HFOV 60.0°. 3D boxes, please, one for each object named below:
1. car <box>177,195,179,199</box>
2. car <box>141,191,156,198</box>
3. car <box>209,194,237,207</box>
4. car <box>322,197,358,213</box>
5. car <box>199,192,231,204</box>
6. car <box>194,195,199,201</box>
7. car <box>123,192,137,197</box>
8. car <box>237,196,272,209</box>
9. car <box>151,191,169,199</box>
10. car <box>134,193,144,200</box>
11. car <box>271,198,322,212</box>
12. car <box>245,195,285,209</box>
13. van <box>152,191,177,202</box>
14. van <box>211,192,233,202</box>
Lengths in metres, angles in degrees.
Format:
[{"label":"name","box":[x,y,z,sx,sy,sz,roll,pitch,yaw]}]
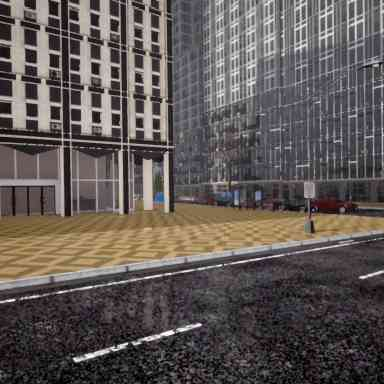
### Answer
[{"label":"car","box":[-4.343,0.936,72.911,1.802,1.307,4.206,0,1,-34]},{"label":"car","box":[-10.731,0.686,82.311,1.967,1.590,4.097,0,1,-34]},{"label":"car","box":[4.650,1.319,44.668,1.947,1.339,4.313,0,1,-34]},{"label":"car","box":[14.655,1.315,34.629,1.882,1.535,5.008,-1,1,-34]},{"label":"car","box":[3.601,1.011,50.885,2.097,1.767,4.553,-1,1,-35]},{"label":"car","box":[2.045,1.043,63.508,1.802,1.307,4.206,0,1,-34]},{"label":"car","box":[-17.118,0.689,91.715,2.008,1.369,4.403,0,1,-34]},{"label":"car","box":[7.795,1.388,39.935,1.802,1.307,4.206,0,1,-34]},{"label":"car","box":[-7.537,0.615,77.609,2.192,1.841,5.009,0,1,-34]},{"label":"car","box":[-11.275,1.040,68.203,2.008,1.369,4.403,0,1,-34]},{"label":"car","box":[10.975,1.424,35.221,1.947,1.339,4.313,0,1,-34]},{"label":"car","box":[9.255,1.228,42.580,1.882,1.535,5.008,-1,1,-34]},{"label":"van","box":[-4.887,0.937,58.798,1.690,1.788,3.998,0,1,-34]},{"label":"van","box":[5.239,0.855,58.804,1.690,1.788,3.998,0,1,-34]}]
